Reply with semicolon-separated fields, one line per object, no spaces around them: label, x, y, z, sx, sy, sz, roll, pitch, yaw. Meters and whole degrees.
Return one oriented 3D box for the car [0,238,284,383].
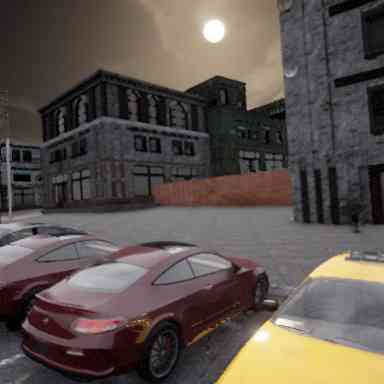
car;-0.318;1.551;5.537;2.002;1.452;4.674;-1;0;35

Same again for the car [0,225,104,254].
car;-2.494;1.575;7.079;2.002;1.452;4.674;-1;0;35

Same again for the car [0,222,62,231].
car;-4.784;1.590;8.672;2.163;1.488;4.792;-1;0;35
